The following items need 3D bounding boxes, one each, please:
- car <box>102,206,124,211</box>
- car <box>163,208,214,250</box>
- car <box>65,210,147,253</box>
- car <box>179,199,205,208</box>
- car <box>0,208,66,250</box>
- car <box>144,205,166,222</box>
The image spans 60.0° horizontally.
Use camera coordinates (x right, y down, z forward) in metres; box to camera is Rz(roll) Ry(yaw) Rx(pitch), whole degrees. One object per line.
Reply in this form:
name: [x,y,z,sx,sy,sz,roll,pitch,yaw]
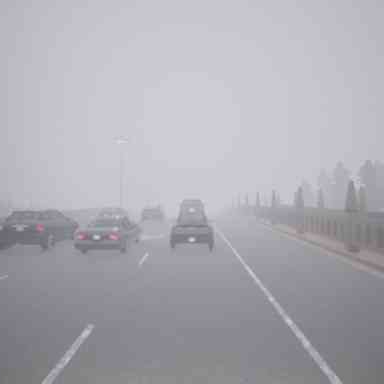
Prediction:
car: [-6.994,1.969,29.818,2.033,1.411,5.357,0,-1,0]
car: [0.016,1.713,15.586,2.128,1.511,4.902,0,-1,0]
car: [-3.491,1.755,14.716,2.033,1.411,5.357,0,-1,0]
car: [0.005,1.644,29.747,2.150,2.045,5.566,0,-1,0]
car: [-6.982,1.572,15.644,2.097,1.767,4.553,0,-1,0]
car: [-3.486,1.928,30.694,2.128,1.511,4.902,0,-1,0]
